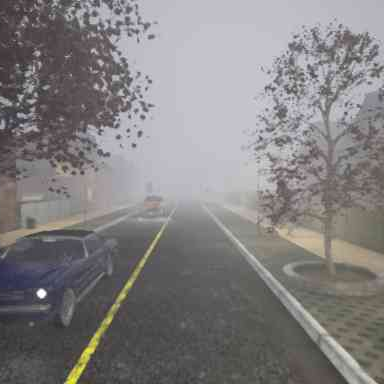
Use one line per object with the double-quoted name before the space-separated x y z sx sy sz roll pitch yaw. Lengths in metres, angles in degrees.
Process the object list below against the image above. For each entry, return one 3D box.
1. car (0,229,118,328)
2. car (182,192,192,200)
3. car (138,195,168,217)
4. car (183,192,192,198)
"car" -2.934 1.537 6.959 1.895 1.301 4.718 0 1 -1
"car" -0.903 0.792 65.179 1.812 1.442 4.674 0 1 -1
"car" -3.173 1.049 27.796 2.097 1.767 4.553 0 1 0
"car" -1.046 0.621 75.342 1.895 1.301 4.718 0 1 -1
